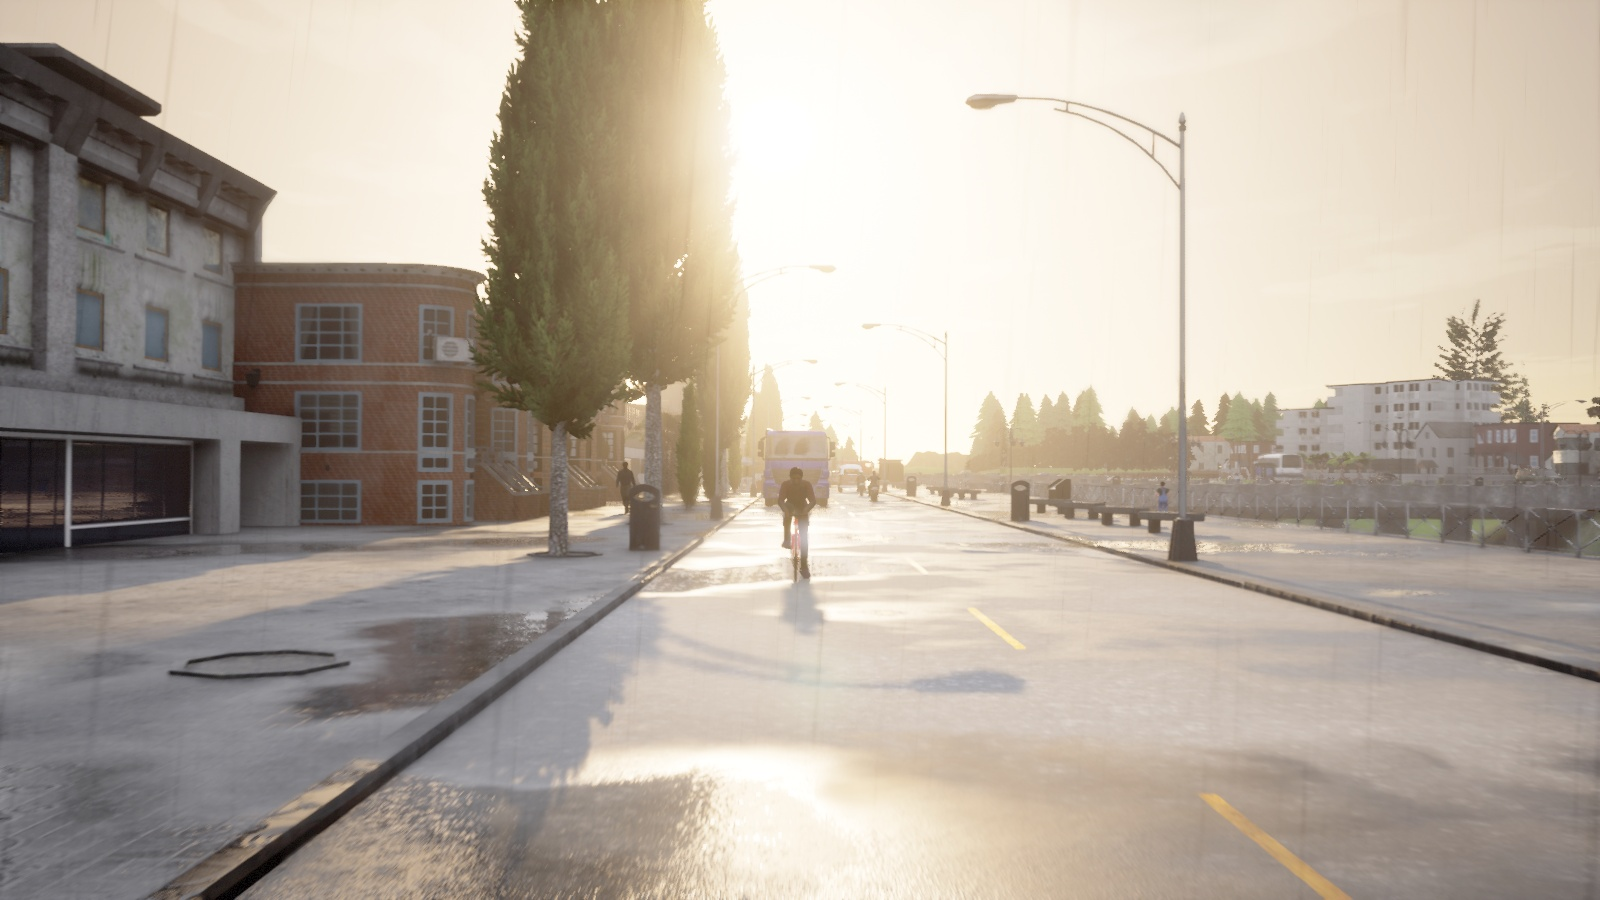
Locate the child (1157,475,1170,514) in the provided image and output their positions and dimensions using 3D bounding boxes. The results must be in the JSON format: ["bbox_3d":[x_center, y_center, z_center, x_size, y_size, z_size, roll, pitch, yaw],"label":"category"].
[{"bbox_3d":[11.751,1.437,40.587,0.270,1.263,0.437,0,-1,1],"label":"child"}]

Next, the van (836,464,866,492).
[{"bbox_3d":[3.757,2.089,93.517,2.069,2.038,4.480,0,-1,0],"label":"van"}]

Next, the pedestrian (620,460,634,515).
[{"bbox_3d":[-5.786,1.248,41.948,0.370,1.835,0.726,0,-1,1],"label":"pedestrian"}]

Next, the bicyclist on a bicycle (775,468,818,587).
[{"bbox_3d":[-0.047,1.070,18.046,0.582,1.620,1.656,0,-1,0],"label":"bicyclist on a bicycle"}]

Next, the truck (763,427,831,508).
[{"bbox_3d":[-0.153,0.801,57.786,2.891,3.462,7.936,0,-1,0],"label":"truck"}]
